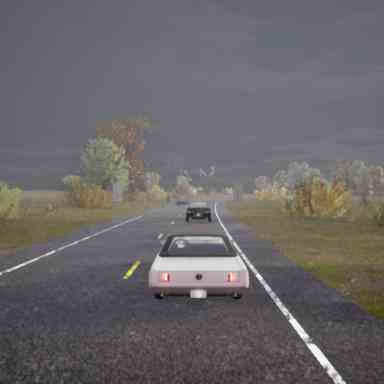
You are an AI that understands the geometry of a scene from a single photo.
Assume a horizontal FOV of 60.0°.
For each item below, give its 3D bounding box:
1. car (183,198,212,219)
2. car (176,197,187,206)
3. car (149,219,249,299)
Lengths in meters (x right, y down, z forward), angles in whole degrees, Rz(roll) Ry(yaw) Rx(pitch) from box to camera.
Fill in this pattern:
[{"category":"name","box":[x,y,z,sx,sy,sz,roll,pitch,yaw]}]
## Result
[{"category":"car","box":[0.539,1.457,26.057,1.882,1.535,5.008,0,0,2]},{"category":"car","box":[-1.433,1.496,54.233,2.033,1.411,5.357,0,0,5]},{"category":"car","box":[0.134,1.595,8.367,1.895,1.301,4.718,0,0,0]}]
